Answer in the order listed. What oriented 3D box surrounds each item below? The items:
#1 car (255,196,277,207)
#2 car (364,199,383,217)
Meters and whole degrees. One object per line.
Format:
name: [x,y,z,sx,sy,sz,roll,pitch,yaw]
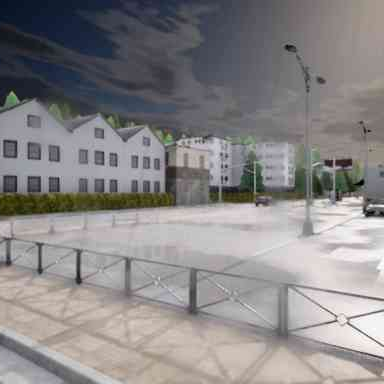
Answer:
car: [10.532,1.301,47.249,1.837,1.490,4.892,0,0,32]
car: [15.265,1.296,26.925,2.007,1.523,4.514,0,0,35]
